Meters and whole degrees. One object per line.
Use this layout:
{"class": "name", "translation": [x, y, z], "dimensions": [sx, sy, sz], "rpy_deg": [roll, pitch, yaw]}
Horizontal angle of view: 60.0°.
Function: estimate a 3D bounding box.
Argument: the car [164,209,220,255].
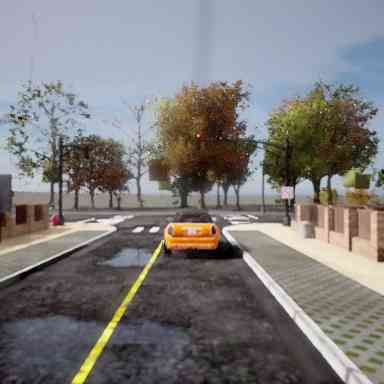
{"class": "car", "translation": [0.001, 1.484, 14.076], "dimensions": [2.097, 1.767, 4.553], "rpy_deg": [0, -1, 0]}
